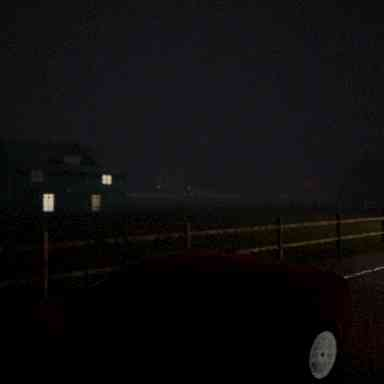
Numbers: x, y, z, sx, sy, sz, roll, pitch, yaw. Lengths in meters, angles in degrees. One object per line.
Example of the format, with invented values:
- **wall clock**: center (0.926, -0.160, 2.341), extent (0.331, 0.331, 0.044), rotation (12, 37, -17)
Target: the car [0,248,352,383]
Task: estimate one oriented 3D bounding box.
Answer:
- **car**: center (-0.142, 1.490, 3.873), extent (5.008, 1.535, 1.882), rotation (1, 0, -36)
